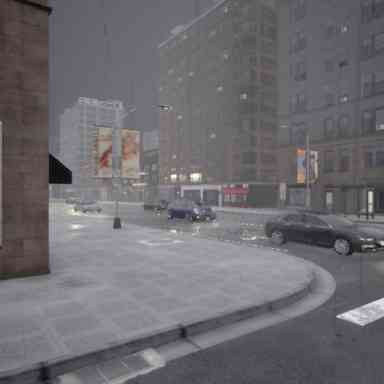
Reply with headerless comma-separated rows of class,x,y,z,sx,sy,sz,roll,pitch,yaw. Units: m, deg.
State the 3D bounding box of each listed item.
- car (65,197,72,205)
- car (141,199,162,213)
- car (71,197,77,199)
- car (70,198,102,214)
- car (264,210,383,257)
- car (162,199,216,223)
car,-23.120,1.684,64.302,2.033,1.411,5.357,0,0,-34
car,-4.046,1.561,37.656,1.837,1.490,4.892,0,0,-36
car,-14.913,1.584,47.057,2.128,1.511,4.902,0,0,-35
car,-11.493,1.670,36.572,1.895,1.301,4.718,0,0,-35
car,5.113,1.520,13.335,1.837,1.490,4.892,0,0,-36
car,-0.127,1.387,26.249,2.097,1.767,4.553,0,0,-36
